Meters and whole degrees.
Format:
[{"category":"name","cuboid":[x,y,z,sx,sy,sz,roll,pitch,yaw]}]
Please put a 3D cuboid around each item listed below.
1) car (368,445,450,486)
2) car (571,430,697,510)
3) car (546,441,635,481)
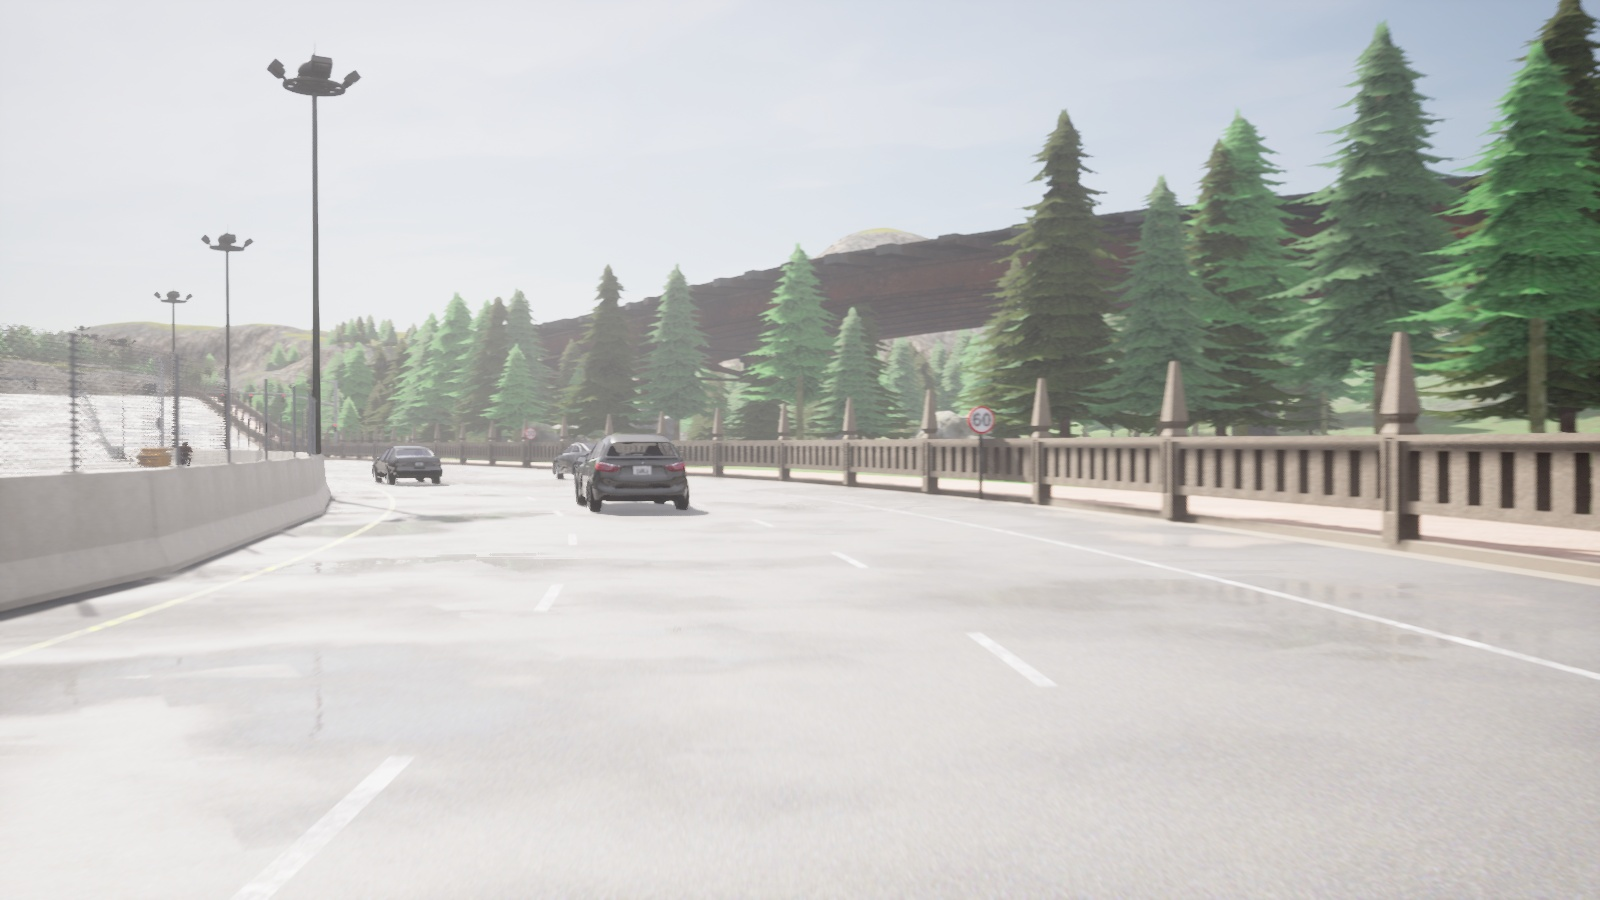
[{"category":"car","cuboid":[-14.603,0.523,46.706,2.033,1.411,5.357,0,0,-27]},{"category":"car","cuboid":[-3.903,0.411,28.784,2.242,1.667,4.611,0,0,-15]},{"category":"car","cuboid":[-8.358,0.396,49.808,2.128,1.511,4.902,0,0,-26]}]
